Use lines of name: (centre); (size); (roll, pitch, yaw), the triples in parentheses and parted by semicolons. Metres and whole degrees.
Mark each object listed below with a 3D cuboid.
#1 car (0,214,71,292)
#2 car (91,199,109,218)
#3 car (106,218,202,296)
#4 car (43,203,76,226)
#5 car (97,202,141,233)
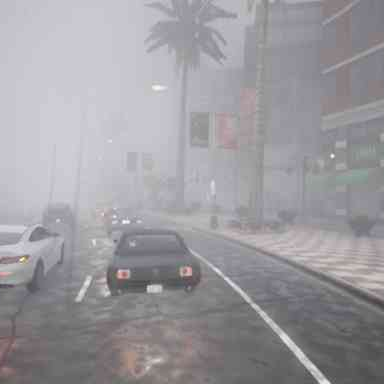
car: (-4.591, 1.524, 8.657); (1.812, 1.442, 4.674); (0, -1, -11)
car: (-8.039, 1.446, 29.836); (1.801, 1.575, 5.366); (0, 0, -20)
car: (-1.104, 1.598, 8.673); (1.895, 1.301, 4.718); (0, 0, -10)
car: (-9.121, 1.499, 22.863); (1.837, 1.490, 4.892); (0, 0, -20)
car: (-4.051, 1.542, 18.954); (2.033, 1.411, 5.357); (0, 0, -19)
